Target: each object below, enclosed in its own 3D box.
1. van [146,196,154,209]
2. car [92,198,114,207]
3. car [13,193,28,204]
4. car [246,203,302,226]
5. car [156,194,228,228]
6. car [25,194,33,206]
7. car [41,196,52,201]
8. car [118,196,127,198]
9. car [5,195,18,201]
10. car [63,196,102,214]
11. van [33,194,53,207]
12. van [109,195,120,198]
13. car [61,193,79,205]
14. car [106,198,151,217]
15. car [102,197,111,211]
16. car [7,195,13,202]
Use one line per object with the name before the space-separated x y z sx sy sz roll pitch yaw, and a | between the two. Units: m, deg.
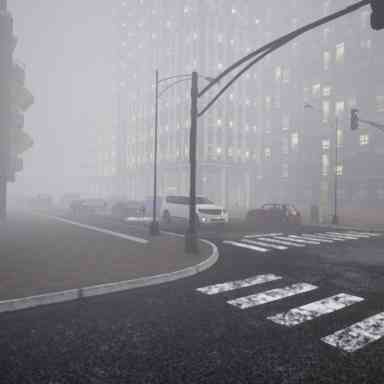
van | -4.053 1.381 37.748 1.690 1.788 3.998 1 -1 -35
car | -13.864 1.586 51.565 1.947 1.339 4.313 1 -1 -35
car | -30.500 1.155 60.538 2.192 1.841 5.009 1 -1 -35
car | 5.754 1.504 23.928 1.967 1.590 4.097 1 -1 -35
car | -0.025 1.170 22.073 2.150 2.045 5.566 1 -1 -35
car | -23.966 1.432 51.322 1.802 1.307 4.206 1 -1 -35
car | -36.749 1.570 83.809 1.802 1.307 4.206 1 -1 -35
car | -7.325 1.584 42.352 2.008 1.369 4.403 1 -1 -35
car | -40.311 1.378 74.354 2.008 1.369 4.403 1 -1 -35
car | -10.889 1.427 32.897 2.008 1.369 4.403 1 -1 -35
van | -20.693 1.197 46.718 1.690 1.788 3.998 1 -1 -35
van | -10.591 1.368 46.961 1.690 1.788 3.998 1 -1 -35
car | -20.505 1.181 56.287 2.150 2.045 5.566 1 -1 -35
car | -5.813 1.498 30.228 1.994 1.385 4.181 1 -1 -35
car | -11.694 1.468 38.519 2.033 1.411 5.357 1 -1 -35
car | -37.043 1.396 69.748 1.947 1.339 4.313 1 -1 -35
